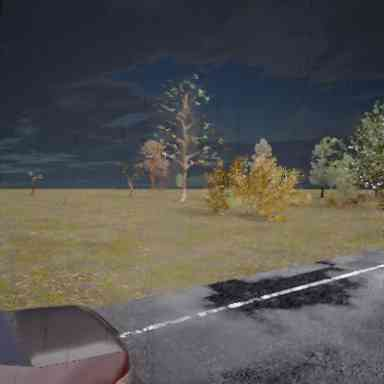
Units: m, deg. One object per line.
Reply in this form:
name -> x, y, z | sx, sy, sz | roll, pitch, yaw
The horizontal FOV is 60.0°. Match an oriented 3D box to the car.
car -> -2.938, 1.559, 1.899 | 5.357, 1.411, 2.033 | 0, 0, -35
